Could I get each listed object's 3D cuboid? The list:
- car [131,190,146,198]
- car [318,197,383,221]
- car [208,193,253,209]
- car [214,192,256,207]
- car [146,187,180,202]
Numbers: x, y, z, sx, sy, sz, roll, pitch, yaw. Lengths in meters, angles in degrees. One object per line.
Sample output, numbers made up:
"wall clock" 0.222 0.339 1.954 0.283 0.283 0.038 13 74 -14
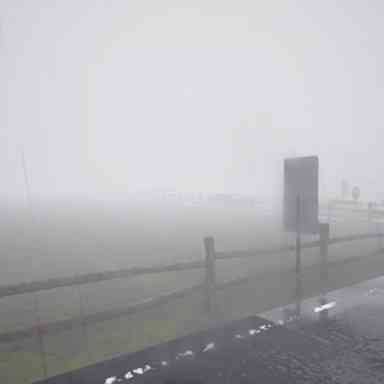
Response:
"car" -8.982 0.320 58.218 2.128 1.511 4.902 1 1 -35
"car" 11.490 1.184 23.977 1.882 1.535 5.008 1 1 -35
"car" 3.739 0.870 35.012 1.882 1.535 5.008 1 1 -35
"car" 4.876 0.853 38.518 1.882 1.535 5.008 1 1 -35
"car" -3.746 0.314 45.693 2.150 2.045 5.566 1 1 -35
